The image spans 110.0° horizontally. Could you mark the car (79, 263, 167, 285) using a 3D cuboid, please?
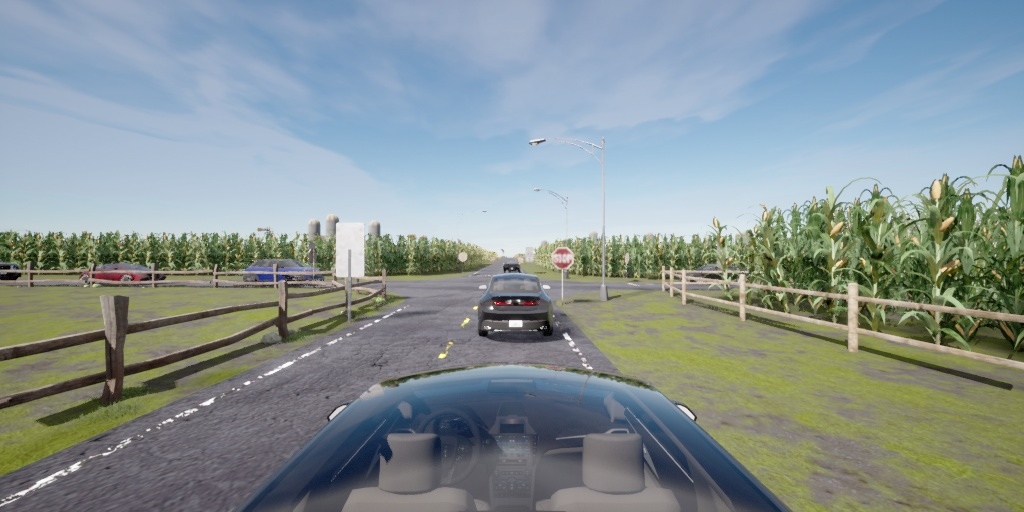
[{"bbox_3d":[-25.399,1.161,23.520,4.181,1.385,1.994,0,-1,0],"label":"car"}]

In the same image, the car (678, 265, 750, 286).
[{"bbox_3d":[14.724,1.371,26.173,4.892,1.490,1.837,0,-1,0],"label":"car"}]

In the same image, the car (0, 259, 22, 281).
[{"bbox_3d":[-36.097,0.764,23.608,5.566,2.045,2.150,0,-1,1],"label":"car"}]

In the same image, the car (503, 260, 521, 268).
[{"bbox_3d":[-0.015,1.216,42.277,1.882,1.535,5.008,0,0,0],"label":"car"}]

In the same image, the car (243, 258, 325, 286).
[{"bbox_3d":[-14.673,1.006,23.324,4.553,1.767,2.097,0,-1,3],"label":"car"}]

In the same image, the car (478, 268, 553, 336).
[{"bbox_3d":[0.078,1.255,10.369,1.837,1.490,4.892,0,0,0],"label":"car"}]
